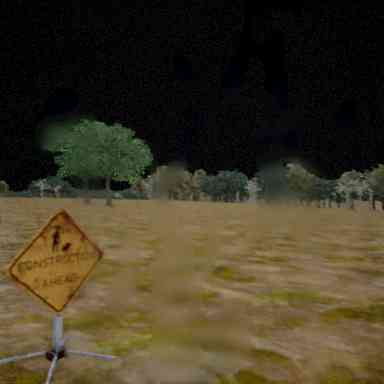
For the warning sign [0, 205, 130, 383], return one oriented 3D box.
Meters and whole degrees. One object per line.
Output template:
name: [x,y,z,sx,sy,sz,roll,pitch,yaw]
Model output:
warning sign: [-1.613,1.117,4.015,1.060,1.860,1.300,1,0,36]
